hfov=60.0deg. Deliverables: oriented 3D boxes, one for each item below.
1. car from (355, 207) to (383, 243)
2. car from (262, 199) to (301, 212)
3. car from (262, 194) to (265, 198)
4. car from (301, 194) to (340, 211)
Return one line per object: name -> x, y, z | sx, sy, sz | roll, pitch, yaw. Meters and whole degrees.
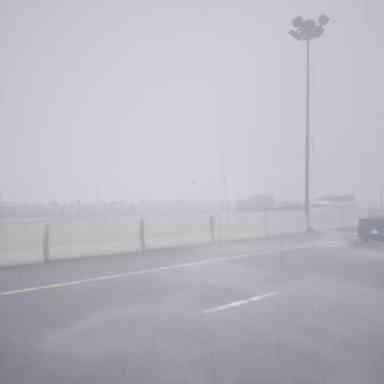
car -> 9.301, 1.436, 14.682 | 5.008, 1.535, 1.882 | 0, 0, -36
car -> 8.919, 1.565, 31.852 | 4.718, 1.301, 1.895 | 0, 0, -35
car -> 7.597, 1.199, 39.504 | 5.566, 2.045, 2.150 | 0, 0, -35
car -> 12.815, 1.194, 30.331 | 5.566, 2.045, 2.150 | 0, 0, -35
